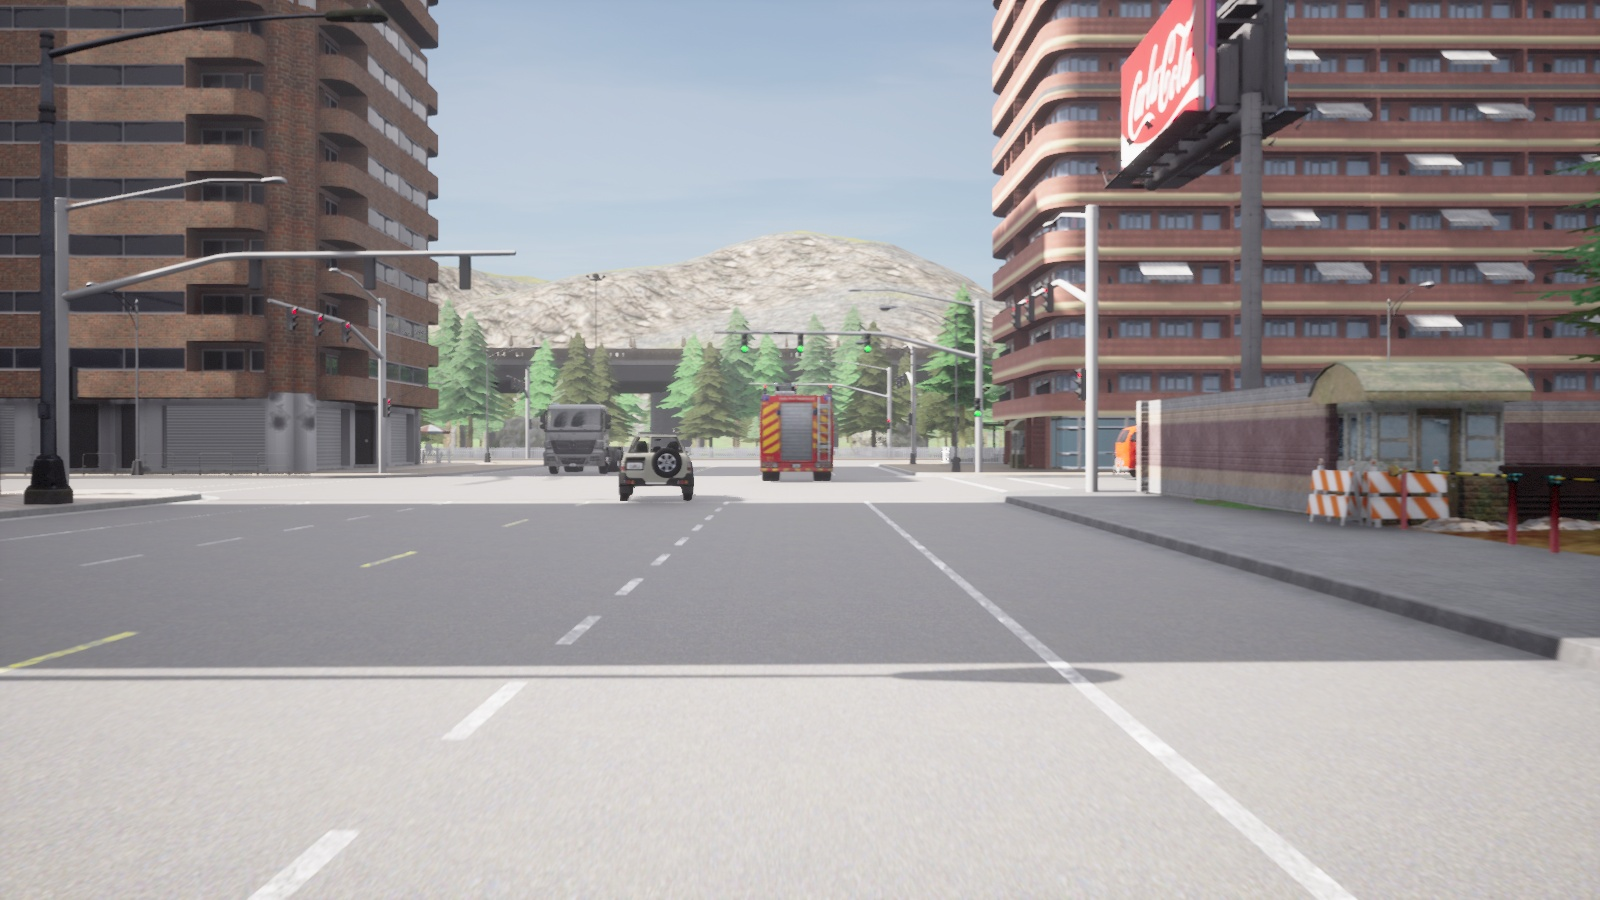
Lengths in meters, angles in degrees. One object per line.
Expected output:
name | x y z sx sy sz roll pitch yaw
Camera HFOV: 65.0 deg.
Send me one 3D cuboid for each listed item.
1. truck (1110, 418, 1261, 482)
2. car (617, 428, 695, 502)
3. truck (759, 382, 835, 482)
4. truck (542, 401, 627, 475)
truck | 15.317 -0.011 50.113 5.204 2.467 2.627 0 0 0
car | -3.864 0.370 33.831 1.932 1.855 4.605 0 0 -6
truck | -0.126 -0.714 52.461 2.891 3.827 8.468 0 0 0
truck | -10.654 -0.598 62.902 2.891 3.462 7.936 0 0 0
